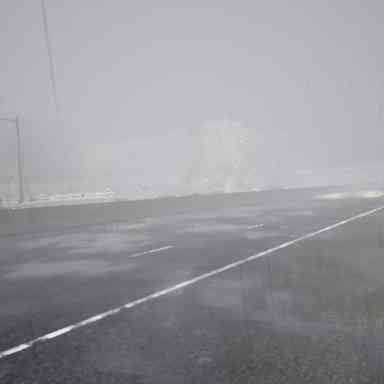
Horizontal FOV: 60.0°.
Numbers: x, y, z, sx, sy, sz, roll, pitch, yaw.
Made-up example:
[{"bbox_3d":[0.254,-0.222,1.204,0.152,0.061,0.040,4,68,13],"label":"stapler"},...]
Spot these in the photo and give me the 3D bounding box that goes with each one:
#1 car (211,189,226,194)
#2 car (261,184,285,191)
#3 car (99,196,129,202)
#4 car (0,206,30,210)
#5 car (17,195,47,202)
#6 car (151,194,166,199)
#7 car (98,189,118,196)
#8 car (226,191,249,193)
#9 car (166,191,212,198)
[{"bbox_3d":[3.818,0.404,53.643,2.097,1.767,4.553,-2,1,40],"label":"car"},{"bbox_3d":[13.184,-0.158,53.973,2.150,2.045,5.566,-2,1,40],"label":"car"},{"bbox_3d":[-8.748,1.406,38.384,1.895,1.301,4.718,-2,1,40],"label":"car"},{"bbox_3d":[-13.573,1.719,21.487,2.128,1.511,4.902,-2,1,39],"label":"car"},{"bbox_3d":[-22.137,1.218,46.227,1.812,1.442,4.674,-3,1,16],"label":"car"},{"bbox_3d":[-3.587,1.049,39.152,2.128,1.511,4.902,-2,1,40],"label":"car"},{"bbox_3d":[-16.360,0.186,64.793,1.882,1.535,5.008,-3,3,18],"label":"car"},{"bbox_3d":[7.884,0.474,53.071,1.895,1.301,4.718,-2,1,40],"label":"car"},{"bbox_3d":[-0.305,0.928,37.633,1.837,1.490,4.892,-2,1,40],"label":"car"}]
